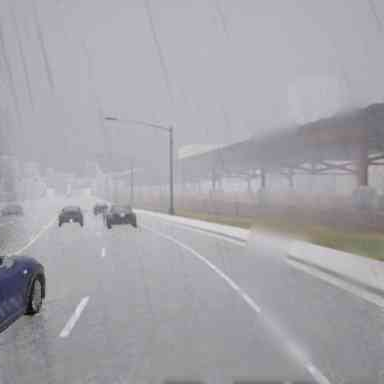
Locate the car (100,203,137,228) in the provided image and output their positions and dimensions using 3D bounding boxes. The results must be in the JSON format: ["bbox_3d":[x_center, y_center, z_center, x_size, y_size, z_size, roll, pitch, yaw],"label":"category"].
[{"bbox_3d":[-5.632,1.734,25.625,2.097,1.767,4.553,0,-1,-19],"label":"car"}]

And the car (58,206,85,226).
[{"bbox_3d":[-10.149,1.972,28.049,1.837,1.490,4.892,0,0,-19],"label":"car"}]

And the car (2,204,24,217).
[{"bbox_3d":[-22.476,2.300,41.881,1.837,1.490,4.892,0,-1,-19],"label":"car"}]

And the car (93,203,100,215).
[{"bbox_3d":[-12.258,2.191,44.906,1.882,1.535,5.008,0,-1,-19],"label":"car"}]

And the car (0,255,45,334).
[{"bbox_3d":[-3.860,1.443,4.869,2.097,1.767,4.553,0,-1,-5],"label":"car"}]
